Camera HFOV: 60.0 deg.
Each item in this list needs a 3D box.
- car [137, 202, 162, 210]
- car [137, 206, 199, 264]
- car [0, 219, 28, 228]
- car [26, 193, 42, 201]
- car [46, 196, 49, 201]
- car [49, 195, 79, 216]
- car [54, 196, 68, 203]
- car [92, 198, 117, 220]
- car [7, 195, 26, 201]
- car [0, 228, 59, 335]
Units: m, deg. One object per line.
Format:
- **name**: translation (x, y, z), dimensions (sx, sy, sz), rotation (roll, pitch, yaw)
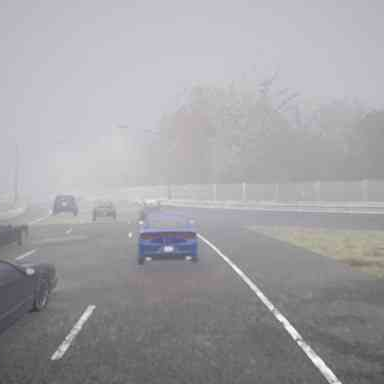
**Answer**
- **car**: translation (-3.256, 1.503, 26.134), dimensions (2.128, 1.511, 4.902), rotation (0, 0, -13)
- **car**: translation (-0.899, 1.480, 11.996), dimensions (1.882, 1.535, 5.008), rotation (0, 0, -5)
- **car**: translation (-7.869, 1.633, 12.535), dimensions (1.895, 1.301, 4.718), rotation (0, 0, -7)
- **car**: translation (-39.278, 1.500, 80.603), dimensions (4.902, 1.511, 2.128), rotation (0, 0, 40)
- **car**: translation (-34.989, 1.509, 83.068), dimensions (1.994, 1.385, 4.181), rotation (0, 0, -34)
- **car**: translation (-12.471, 1.272, 32.980), dimensions (2.150, 2.045, 5.566), rotation (0, 0, -18)
- **car**: translation (-30.283, 1.718, 76.897), dimensions (1.895, 1.301, 4.718), rotation (0, 0, -38)
- **car**: translation (-7.526, 1.521, 28.573), dimensions (2.128, 1.511, 4.902), rotation (0, 0, -15)
- **car**: translation (-41.655, 1.486, 78.034), dimensions (4.892, 1.490, 1.837), rotation (0, 0, 40)
- **car**: translation (-3.630, 1.562, 4.582), dimensions (2.033, 1.411, 5.357), rotation (0, 0, -3)
